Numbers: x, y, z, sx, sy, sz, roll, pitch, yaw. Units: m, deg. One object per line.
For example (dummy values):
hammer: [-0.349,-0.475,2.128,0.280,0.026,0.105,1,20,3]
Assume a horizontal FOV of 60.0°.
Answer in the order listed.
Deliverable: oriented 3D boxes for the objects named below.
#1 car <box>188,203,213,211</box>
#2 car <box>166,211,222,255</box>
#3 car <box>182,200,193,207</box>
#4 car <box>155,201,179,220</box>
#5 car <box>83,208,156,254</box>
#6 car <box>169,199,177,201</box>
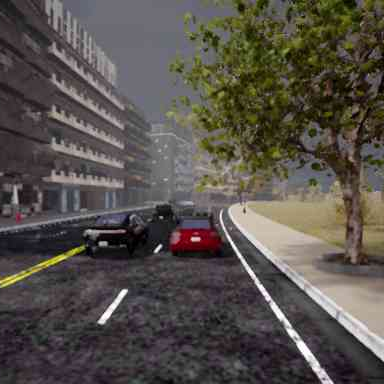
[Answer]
car: [0.914,1.891,28.683,1.895,1.301,4.718,0,-1,4]
car: [0.204,1.705,14.088,1.994,1.385,4.181,0,-1,2]
car: [-0.802,2.331,70.465,1.812,1.442,4.674,0,-1,9]
car: [-2.313,1.802,29.090,1.837,1.490,4.892,0,0,4]
car: [-3.045,1.633,14.150,2.128,1.511,4.902,0,0,2]
car: [-4.062,2.309,70.657,1.837,1.490,4.892,0,-1,9]
